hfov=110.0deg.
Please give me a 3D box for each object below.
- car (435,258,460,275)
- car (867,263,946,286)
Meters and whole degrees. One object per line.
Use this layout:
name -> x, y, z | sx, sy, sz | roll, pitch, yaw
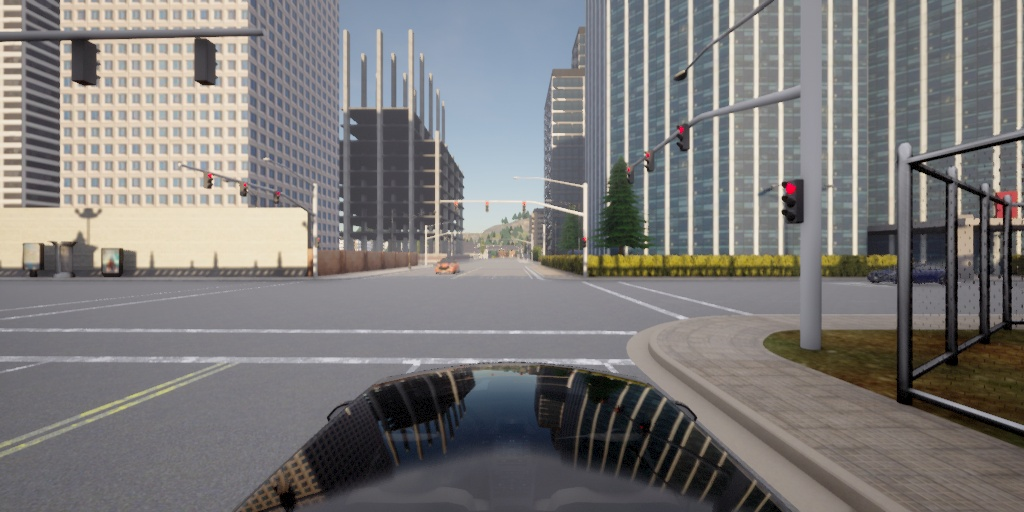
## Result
car -> -6.970, 1.030, 39.031 | 2.097, 1.767, 4.553 | 0, 0, 0
car -> 26.791, 1.210, 24.102 | 4.674, 1.442, 1.812 | 0, 0, 0
